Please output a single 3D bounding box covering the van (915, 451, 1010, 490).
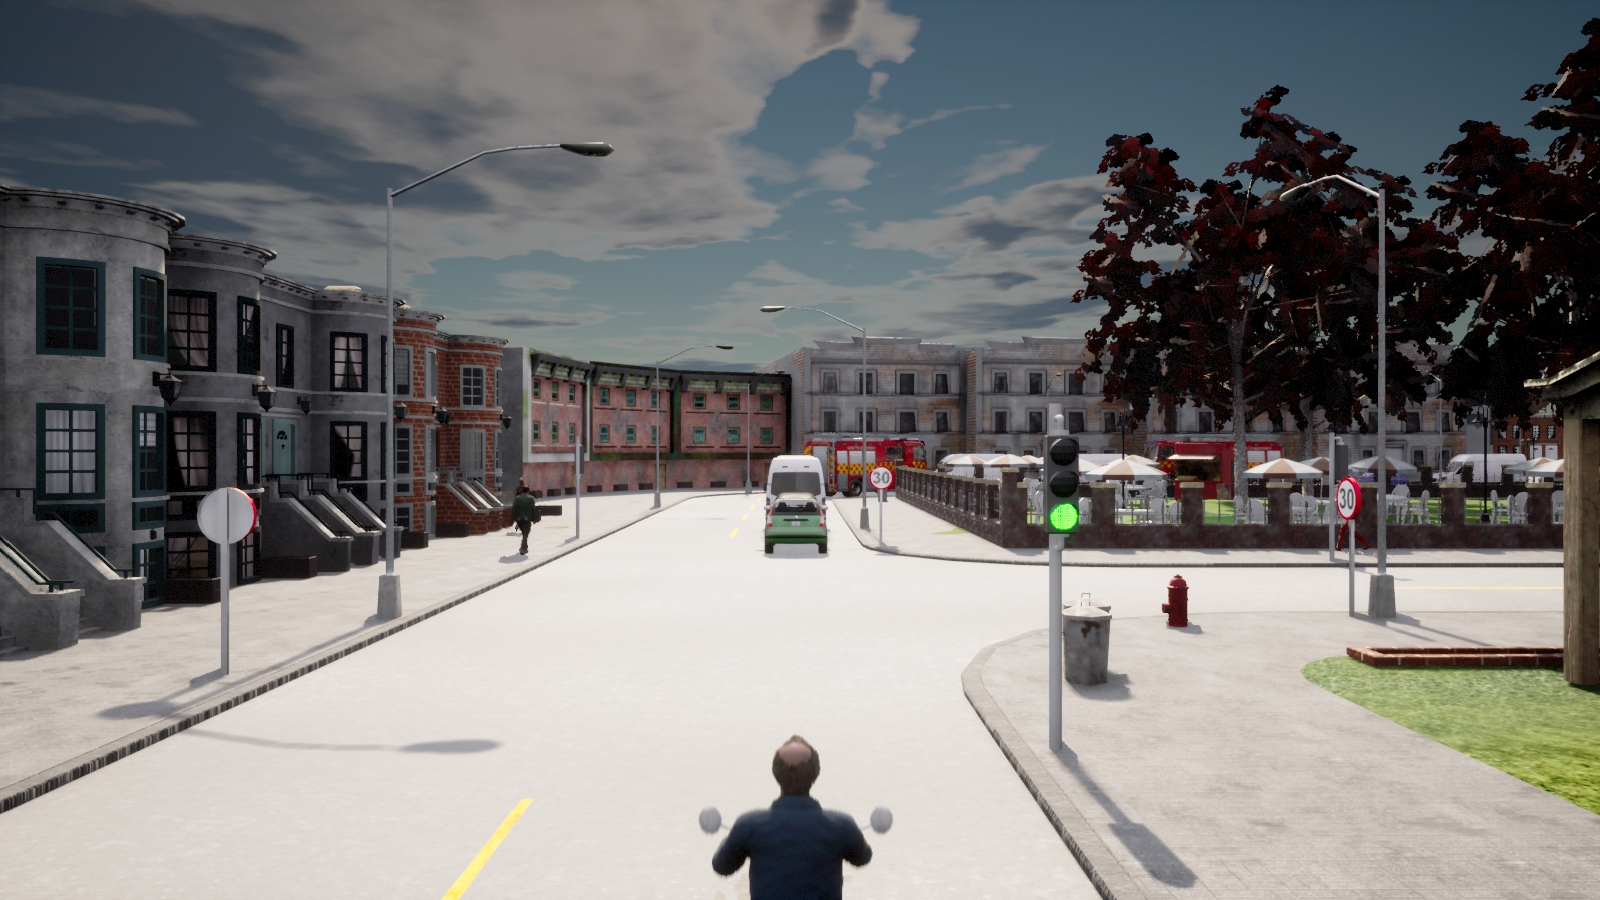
[{"bbox_3d":[10.550,1.316,74.427,5.915,2.561,1.988,0,0,0],"label":"van"}]

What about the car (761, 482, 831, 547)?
[{"bbox_3d":[-0.119,1.780,32.371,1.851,1.617,3.988,0,0,0],"label":"car"}]

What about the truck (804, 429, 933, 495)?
[{"bbox_3d":[4.295,0.673,70.227,8.468,3.827,2.891,0,0,-43],"label":"truck"}]

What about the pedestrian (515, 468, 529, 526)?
[{"bbox_3d":[-9.076,1.525,37.319,0.375,1.860,0.375,0,0,2],"label":"pedestrian"}]

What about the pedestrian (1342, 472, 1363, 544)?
[{"bbox_3d":[14.503,1.517,30.013,0.375,1.860,0.375,0,0,1],"label":"pedestrian"}]

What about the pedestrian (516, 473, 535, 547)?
[{"bbox_3d":[-7.013,1.525,29.169,0.375,1.860,0.375,0,0,2],"label":"pedestrian"}]

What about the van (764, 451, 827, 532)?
[{"bbox_3d":[-0.147,1.316,39.073,1.988,2.561,5.915,0,0,0],"label":"van"}]
